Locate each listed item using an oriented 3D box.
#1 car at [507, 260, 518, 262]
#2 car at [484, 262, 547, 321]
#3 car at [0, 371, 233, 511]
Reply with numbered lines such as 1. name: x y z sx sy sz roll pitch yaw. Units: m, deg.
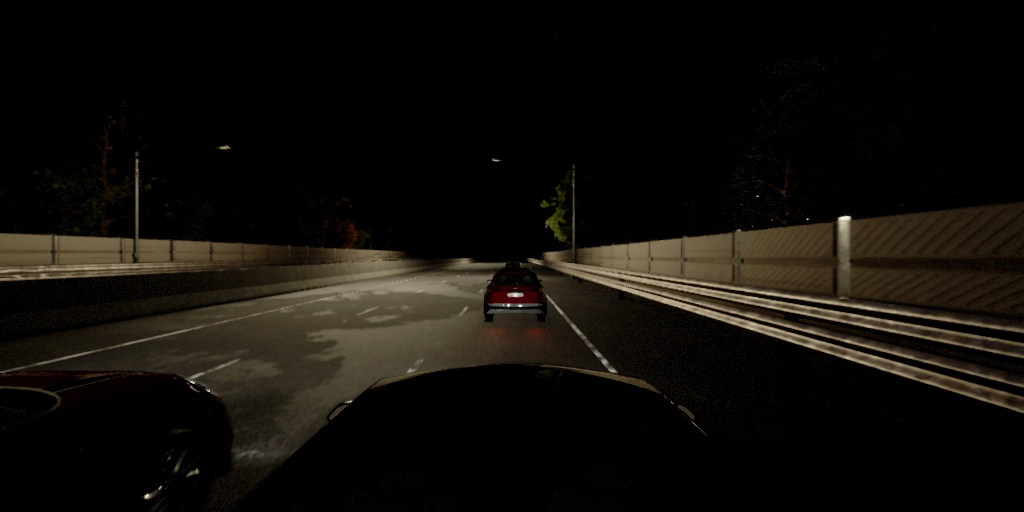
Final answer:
1. car: 0.096 1.266 42.813 1.837 1.490 4.892 0 0 0
2. car: 0.099 1.183 12.530 2.033 1.649 4.856 0 0 0
3. car: -3.399 1.102 1.123 2.097 1.767 4.553 0 0 0
